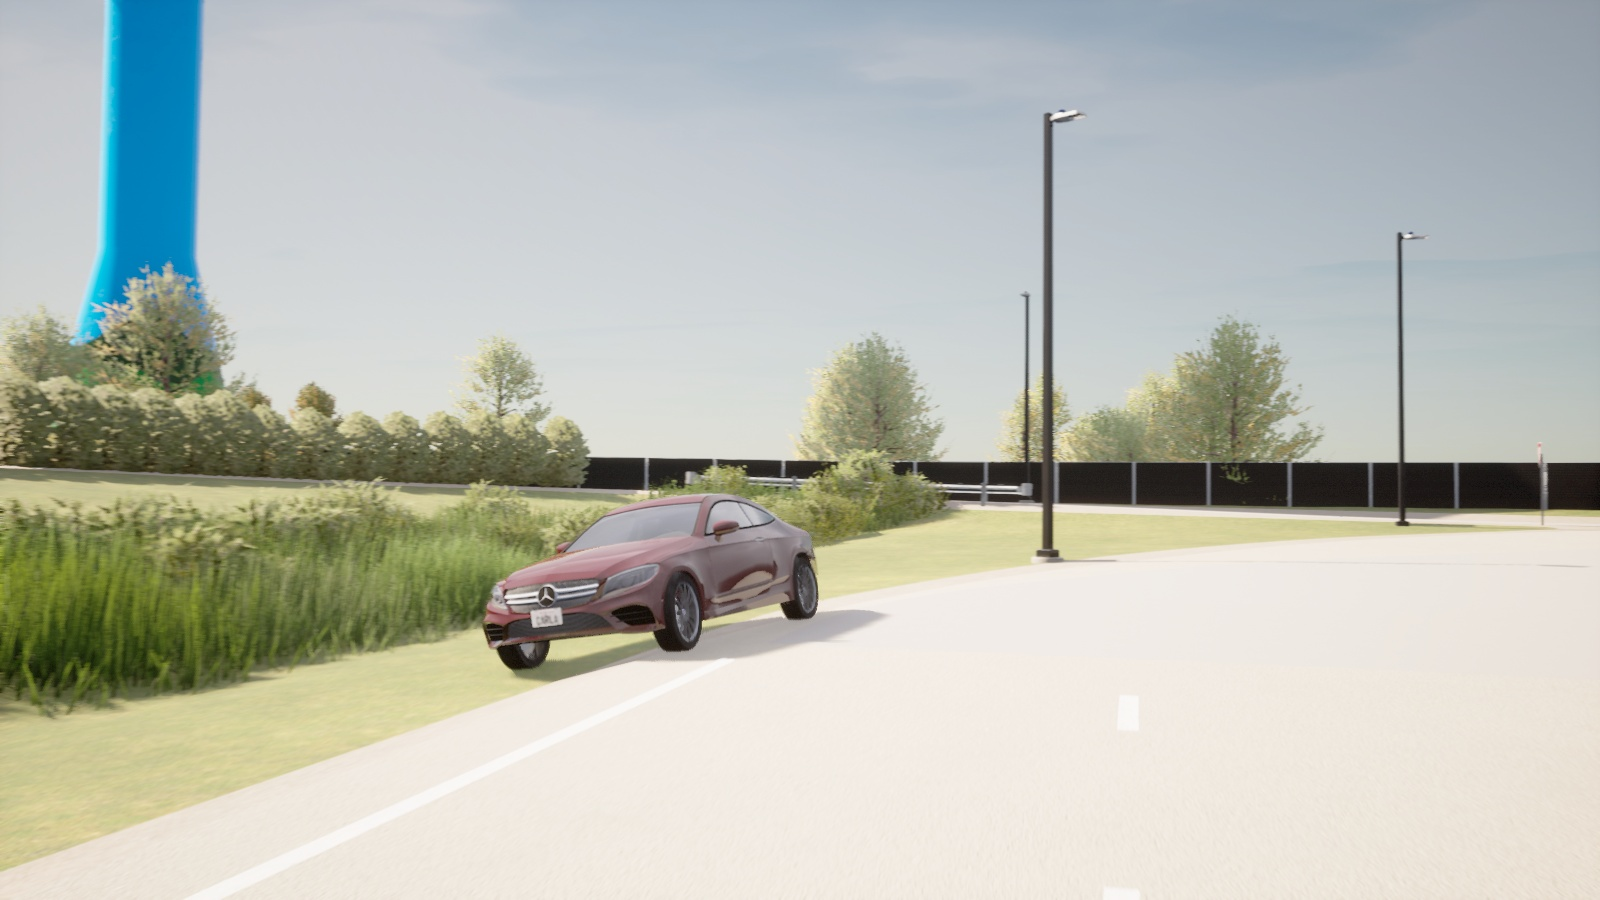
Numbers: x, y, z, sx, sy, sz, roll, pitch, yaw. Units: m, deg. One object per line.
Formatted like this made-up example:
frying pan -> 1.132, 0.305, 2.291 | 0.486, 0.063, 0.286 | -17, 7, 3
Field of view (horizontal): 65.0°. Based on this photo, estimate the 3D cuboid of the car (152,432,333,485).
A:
car -> -19.066, 0.341, 43.126 | 5.366, 1.575, 1.801 | 3, -4, -41

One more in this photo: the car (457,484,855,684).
car -> -1.170, 1.199, 12.643 | 1.812, 1.442, 4.674 | -10, -5, 21
